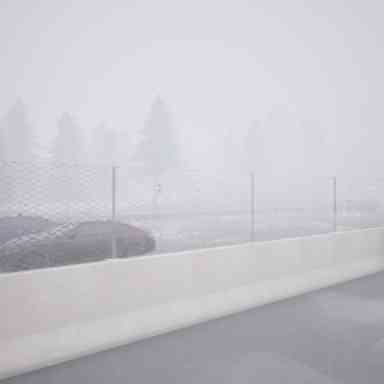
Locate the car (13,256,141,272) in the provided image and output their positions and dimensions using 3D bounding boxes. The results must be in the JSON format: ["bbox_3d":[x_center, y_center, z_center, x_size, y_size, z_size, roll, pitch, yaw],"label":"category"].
[{"bbox_3d":[-3.329,1.535,10.211,4.674,1.442,1.812,0,0,-35],"label":"car"}]
